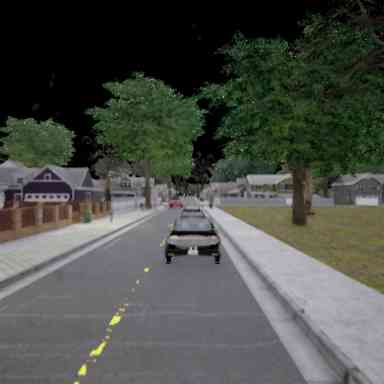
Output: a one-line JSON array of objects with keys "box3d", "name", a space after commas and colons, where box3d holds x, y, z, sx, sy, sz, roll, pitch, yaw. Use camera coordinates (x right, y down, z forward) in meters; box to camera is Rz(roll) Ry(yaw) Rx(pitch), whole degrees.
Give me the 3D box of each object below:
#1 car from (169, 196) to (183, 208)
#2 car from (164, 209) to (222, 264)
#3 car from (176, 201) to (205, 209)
[{"box3d": [-2.759, 1.789, 58.456, 2.150, 2.045, 5.566, 0, -1, 1], "name": "car"}, {"box3d": [0.051, 1.613, 12.354, 2.128, 1.511, 4.902, 0, 0, 1], "name": "car"}, {"box3d": [0.055, 1.759, 27.353, 2.128, 1.511, 4.902, 0, -1, 1], "name": "car"}]
